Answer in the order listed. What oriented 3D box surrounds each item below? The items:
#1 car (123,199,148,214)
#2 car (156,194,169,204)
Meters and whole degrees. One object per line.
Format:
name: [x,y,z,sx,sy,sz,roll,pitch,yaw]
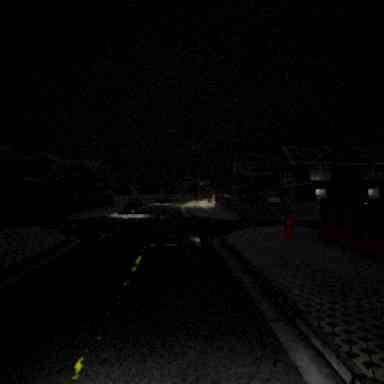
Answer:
car: [-5.419,1.370,32.775,2.033,1.411,5.357,0,0,-1]
car: [-5.135,1.182,58.646,1.882,1.535,5.008,0,0,3]
